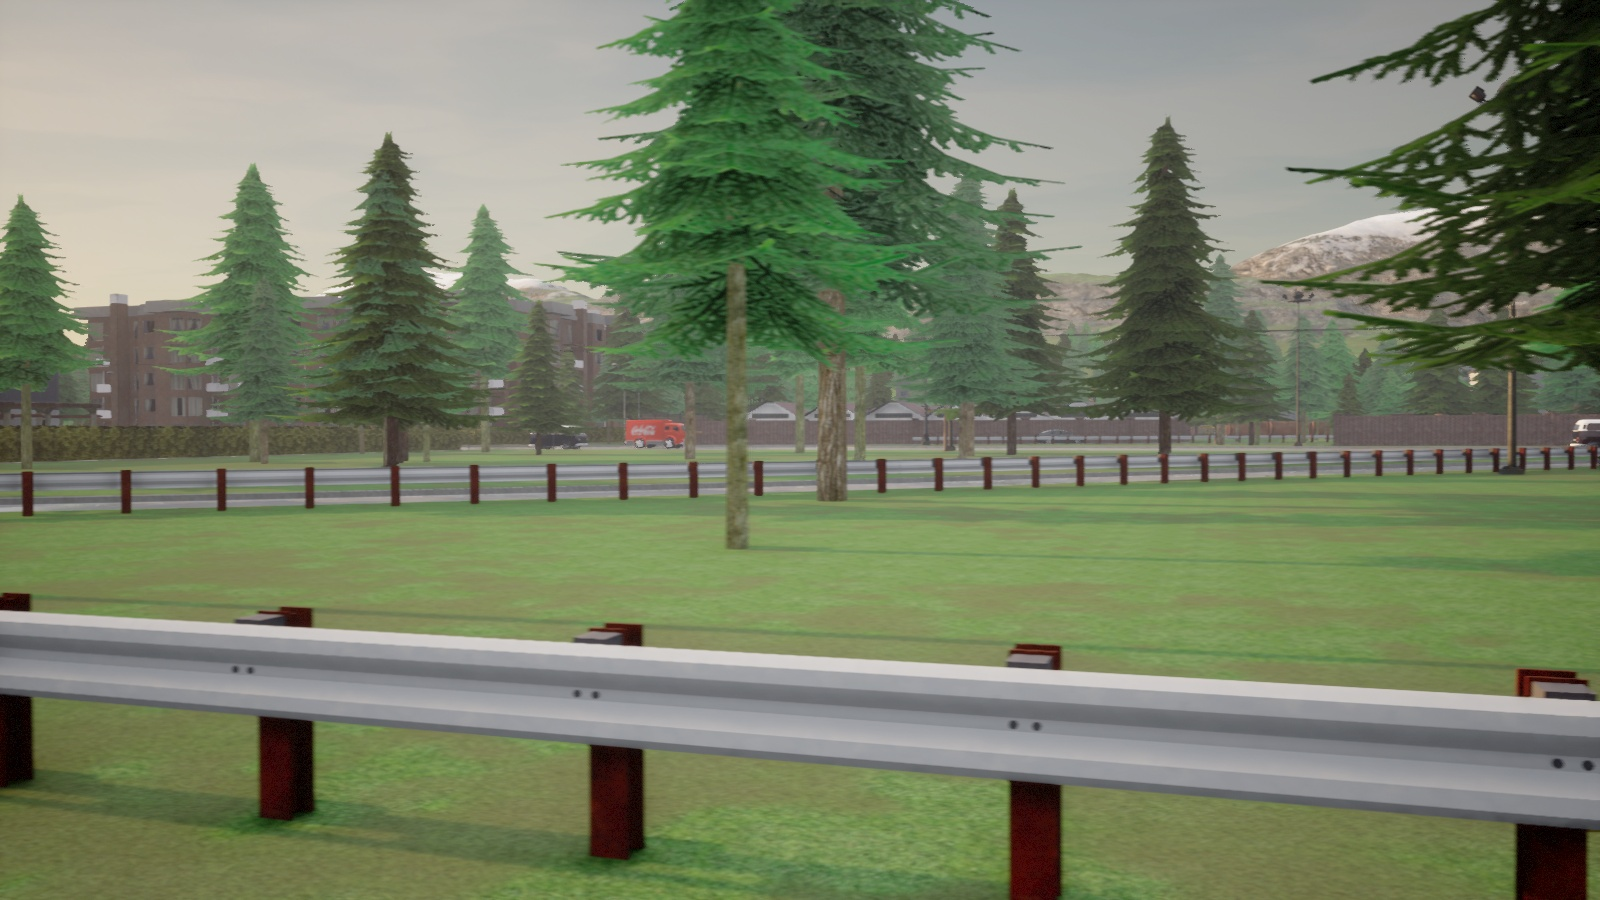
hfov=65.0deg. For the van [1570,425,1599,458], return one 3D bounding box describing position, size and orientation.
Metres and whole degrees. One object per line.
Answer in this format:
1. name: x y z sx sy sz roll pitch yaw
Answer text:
1. van: 50.592 -0.507 77.878 4.480 2.038 2.069 1 1 19
